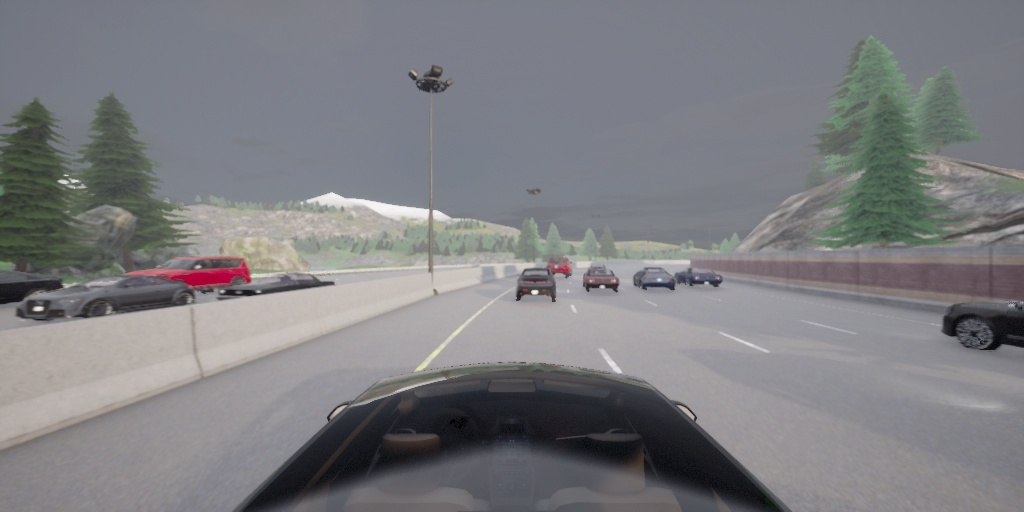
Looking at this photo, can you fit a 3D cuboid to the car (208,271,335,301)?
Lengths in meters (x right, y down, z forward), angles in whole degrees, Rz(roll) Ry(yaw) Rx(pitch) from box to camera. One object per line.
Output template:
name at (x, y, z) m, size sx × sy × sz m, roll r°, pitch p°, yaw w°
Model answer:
car at (-9.764, 1.402, 15.282) m, size 1.895 × 1.301 × 4.718 m, roll 0°, pitch 0°, yaw 6°

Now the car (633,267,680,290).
car at (9.219, 1.425, 23.534) m, size 1.994 × 1.385 × 4.181 m, roll 0°, pitch 0°, yaw 10°

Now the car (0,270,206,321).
car at (-13.529, 1.348, 12.352) m, size 1.994 × 1.385 × 4.181 m, roll 0°, pitch 0°, yaw 5°

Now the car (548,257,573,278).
car at (4.900, 1.138, 36.632) m, size 2.150 × 2.045 × 5.566 m, roll 0°, pitch 0°, yaw 15°

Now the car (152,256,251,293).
car at (-16.459, 1.035, 18.609) m, size 2.150 × 2.045 × 5.566 m, roll 0°, pitch -1°, yaw 7°

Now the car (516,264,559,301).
car at (1.302, 1.332, 18.070) m, size 1.837 × 1.490 × 4.892 m, roll 0°, pitch 0°, yaw 7°

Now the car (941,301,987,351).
car at (10.804, 1.275, 6.223) m, size 2.128 × 1.511 × 4.902 m, roll 0°, pitch 0°, yaw 2°

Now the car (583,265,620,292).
car at (5.440, 1.452, 22.379) m, size 1.895 × 1.301 × 4.718 m, roll 0°, pitch 0°, yaw 9°

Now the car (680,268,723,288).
car at (13.096, 1.475, 25.479) m, size 1.895 × 1.301 × 4.718 m, roll 0°, pitch 0°, yaw 11°

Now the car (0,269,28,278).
car at (-20.465, 1.258, 13.411) m, size 1.882 × 1.535 × 5.008 m, roll 0°, pitch 0°, yaw 5°

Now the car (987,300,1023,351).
car at (7.197, 1.112, 2.338) m, size 2.097 × 1.767 × 4.553 m, roll 0°, pitch 0°, yaw 0°
